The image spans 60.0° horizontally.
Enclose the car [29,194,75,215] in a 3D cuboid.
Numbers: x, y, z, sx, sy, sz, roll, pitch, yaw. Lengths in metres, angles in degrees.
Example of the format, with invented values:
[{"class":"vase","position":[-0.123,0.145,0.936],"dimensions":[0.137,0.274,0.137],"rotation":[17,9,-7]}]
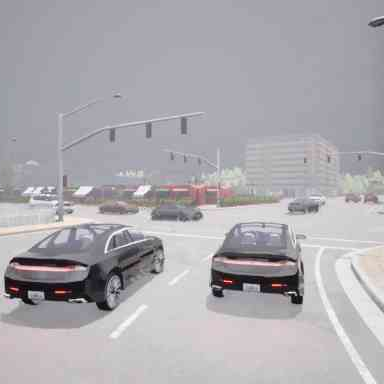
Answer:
[{"class":"car","position":[-14.572,1.275,34.478],"dimensions":[5.566,2.045,2.150],"rotation":[0,0,32]}]

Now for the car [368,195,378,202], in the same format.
[{"class":"car","position":[42.163,1.524,77.348],"dimensions":[1.812,1.442,4.674],"rotation":[0,0,31]}]

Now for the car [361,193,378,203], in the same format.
[{"class":"car","position":[36.645,1.225,68.314],"dimensions":[2.150,2.045,5.566],"rotation":[0,0,31]}]

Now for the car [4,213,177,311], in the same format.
[{"class":"car","position":[-2.071,1.492,7.862],"dimensions":[2.128,1.511,4.902],"rotation":[0,0,12]}]

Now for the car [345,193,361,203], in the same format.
[{"class":"car","position":[33.850,1.225,70.453],"dimensions":[2.150,2.045,5.566],"rotation":[0,0,31]}]

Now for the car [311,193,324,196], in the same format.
[{"class":"car","position":[21.106,1.221,56.454],"dimensions":[2.150,2.045,5.566],"rotation":[0,0,31]}]

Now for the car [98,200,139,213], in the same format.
[{"class":"car","position":[-7.643,1.581,34.332],"dimensions":[4.674,1.442,1.812],"rotation":[0,0,31]}]

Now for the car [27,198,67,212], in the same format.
[{"class":"car","position":[-17.705,1.533,40.558],"dimensions":[5.008,1.535,1.882],"rotation":[0,0,32]}]

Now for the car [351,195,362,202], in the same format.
[{"class":"car","position":[39.394,1.540,79.528],"dimensions":[2.033,1.411,5.357],"rotation":[0,0,31]}]

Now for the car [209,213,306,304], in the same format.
[{"class":"car","position":[1.746,1.492,8.255],"dimensions":[2.128,1.511,4.902],"rotation":[0,0,16]}]

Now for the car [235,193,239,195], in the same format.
[{"class":"car","position":[11.184,1.209,88.562],"dimensions":[4.605,1.855,1.932],"rotation":[0,0,32]}]

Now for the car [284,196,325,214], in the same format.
[{"class":"car","position":[11.931,1.520,35.289],"dimensions":[2.128,1.511,4.902],"rotation":[1,1,45]}]

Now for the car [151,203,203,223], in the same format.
[{"class":"car","position":[-1.224,1.605,26.204],"dimensions":[4.181,1.385,1.994],"rotation":[0,0,32]}]
